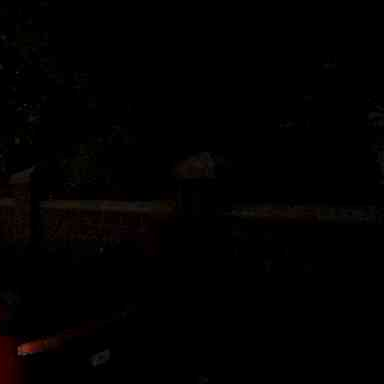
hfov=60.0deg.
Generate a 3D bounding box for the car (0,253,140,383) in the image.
[{"bbox_3d":[-2.737,1.544,4.674,4.507,1.381,1.887,0,0,36],"label":"car"}]
